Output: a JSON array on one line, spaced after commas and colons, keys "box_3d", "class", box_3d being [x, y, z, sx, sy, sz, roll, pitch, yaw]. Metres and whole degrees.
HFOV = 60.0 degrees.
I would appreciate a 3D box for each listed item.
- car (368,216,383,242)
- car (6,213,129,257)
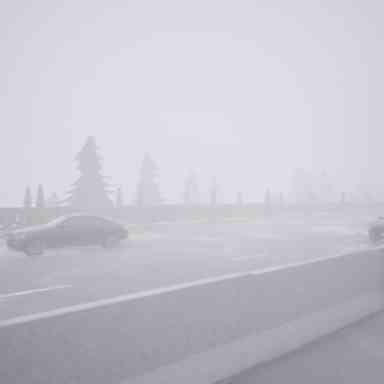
[{"box_3d": [10.393, 1.585, 16.003, 5.008, 1.535, 1.882, 0, 0, -36], "class": "car"}, {"box_3d": [-4.864, 1.608, 13.467, 4.674, 1.442, 1.812, 0, 0, -36], "class": "car"}]
